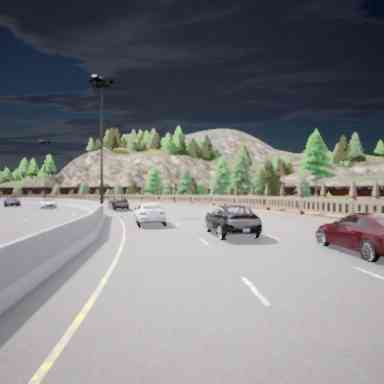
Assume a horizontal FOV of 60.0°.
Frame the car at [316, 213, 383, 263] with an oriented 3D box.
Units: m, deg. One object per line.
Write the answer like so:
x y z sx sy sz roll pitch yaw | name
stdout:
6.154 1.442 11.631 1.812 1.442 4.674 0 0 -7 | car

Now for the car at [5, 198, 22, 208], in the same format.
-27.046 1.564 50.127 2.033 1.411 5.357 -1 0 -34 | car

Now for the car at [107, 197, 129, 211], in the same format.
-8.754 1.380 39.333 2.128 1.511 4.902 0 0 -24 | car

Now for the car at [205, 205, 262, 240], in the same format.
1.894 1.403 16.446 2.128 1.511 4.902 0 0 -10 | car

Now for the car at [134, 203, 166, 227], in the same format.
-2.852 1.437 22.208 1.812 1.442 4.674 0 0 -13 | car

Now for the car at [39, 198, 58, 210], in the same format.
-18.647 1.479 43.136 1.812 1.442 4.674 -1 0 -29 | car
